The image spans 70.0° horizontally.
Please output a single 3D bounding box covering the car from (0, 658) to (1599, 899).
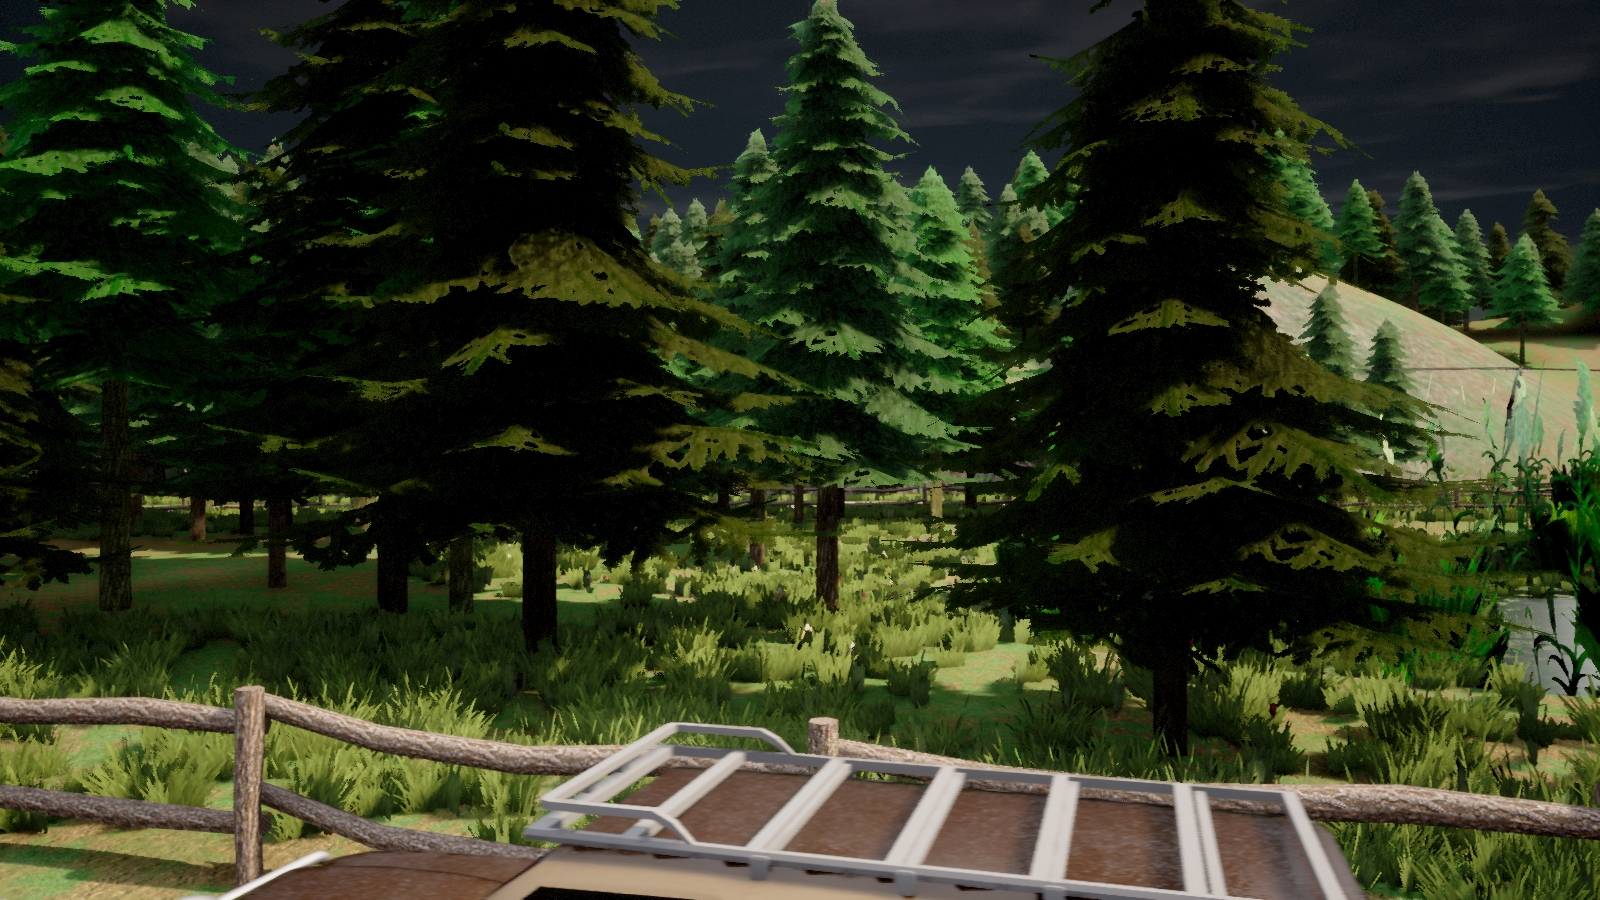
[{"bbox_3d":[-0.223,1.828,3.401,4.605,1.855,1.932,0,0,16],"label":"car"}]
